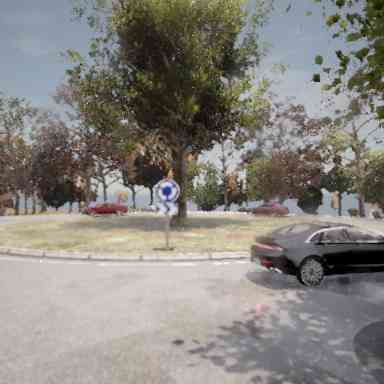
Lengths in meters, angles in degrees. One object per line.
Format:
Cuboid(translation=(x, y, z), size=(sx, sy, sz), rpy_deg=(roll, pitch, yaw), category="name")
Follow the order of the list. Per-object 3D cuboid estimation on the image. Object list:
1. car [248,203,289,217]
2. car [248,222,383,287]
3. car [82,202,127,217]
Cuboid(translation=(8.439, 1.993, 37.073), size=(4.674, 1.442, 1.812), rpy_deg=(0, -1, 42), category="car")
Cuboid(translation=(4.012, 1.611, 9.416), size=(4.902, 1.511, 2.128), rpy_deg=(0, 0, -17), category="car")
Cuboid(translation=(-9.952, 1.959, 38.138), size=(5.008, 1.535, 1.882), rpy_deg=(0, -2, -29), category="car")
